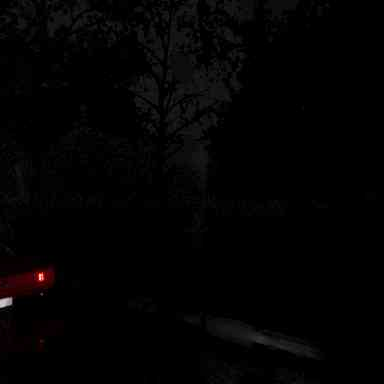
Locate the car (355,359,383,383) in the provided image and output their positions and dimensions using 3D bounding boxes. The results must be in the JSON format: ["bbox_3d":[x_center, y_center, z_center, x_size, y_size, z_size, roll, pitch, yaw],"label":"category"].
[{"bbox_3d":[3.138,1.503,1.140,4.892,1.490,1.837,0,0,35],"label":"car"}]

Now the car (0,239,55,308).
[{"bbox_3d":[-5.016,1.611,6.981,4.718,1.301,1.895,0,0,36],"label":"car"}]
